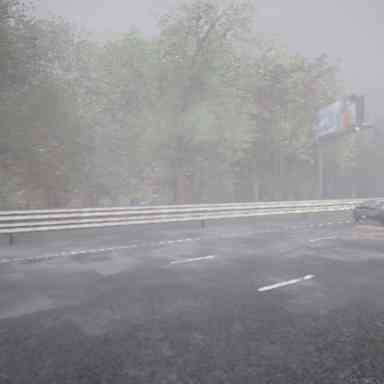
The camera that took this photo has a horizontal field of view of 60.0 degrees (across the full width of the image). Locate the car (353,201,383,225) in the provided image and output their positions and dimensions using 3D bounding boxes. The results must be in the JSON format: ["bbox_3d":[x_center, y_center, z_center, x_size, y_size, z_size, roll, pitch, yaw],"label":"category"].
[{"bbox_3d":[12.709,1.332,22.326,4.902,1.511,2.128,0,1,-37],"label":"car"}]
